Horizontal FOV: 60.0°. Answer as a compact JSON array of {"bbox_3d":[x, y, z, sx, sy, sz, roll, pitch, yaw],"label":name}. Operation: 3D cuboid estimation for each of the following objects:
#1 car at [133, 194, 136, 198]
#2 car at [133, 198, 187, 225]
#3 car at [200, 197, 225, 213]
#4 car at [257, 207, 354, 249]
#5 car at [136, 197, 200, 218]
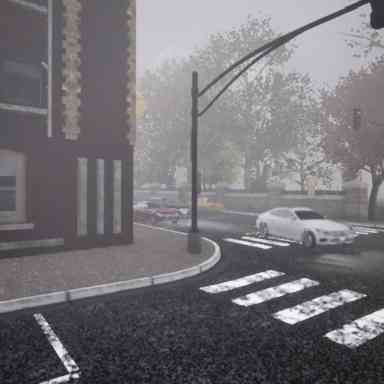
[{"bbox_3d":[-8.639,0.863,43.910,2.008,1.369,4.403,1,0,-36],"label":"car"},{"bbox_3d":[-2.457,1.256,21.056,1.802,1.307,4.206,2,0,-36],"label":"car"},{"bbox_3d":[0.994,1.128,30.586,1.752,1.417,4.829,1,0,-36],"label":"car"},{"bbox_3d":[4.570,1.383,14.215,1.812,1.442,4.674,1,1,-23],"label":"car"},{"bbox_3d":[-1.918,1.127,24.711,2.128,1.511,4.902,0,1,-36],"label":"car"}]
